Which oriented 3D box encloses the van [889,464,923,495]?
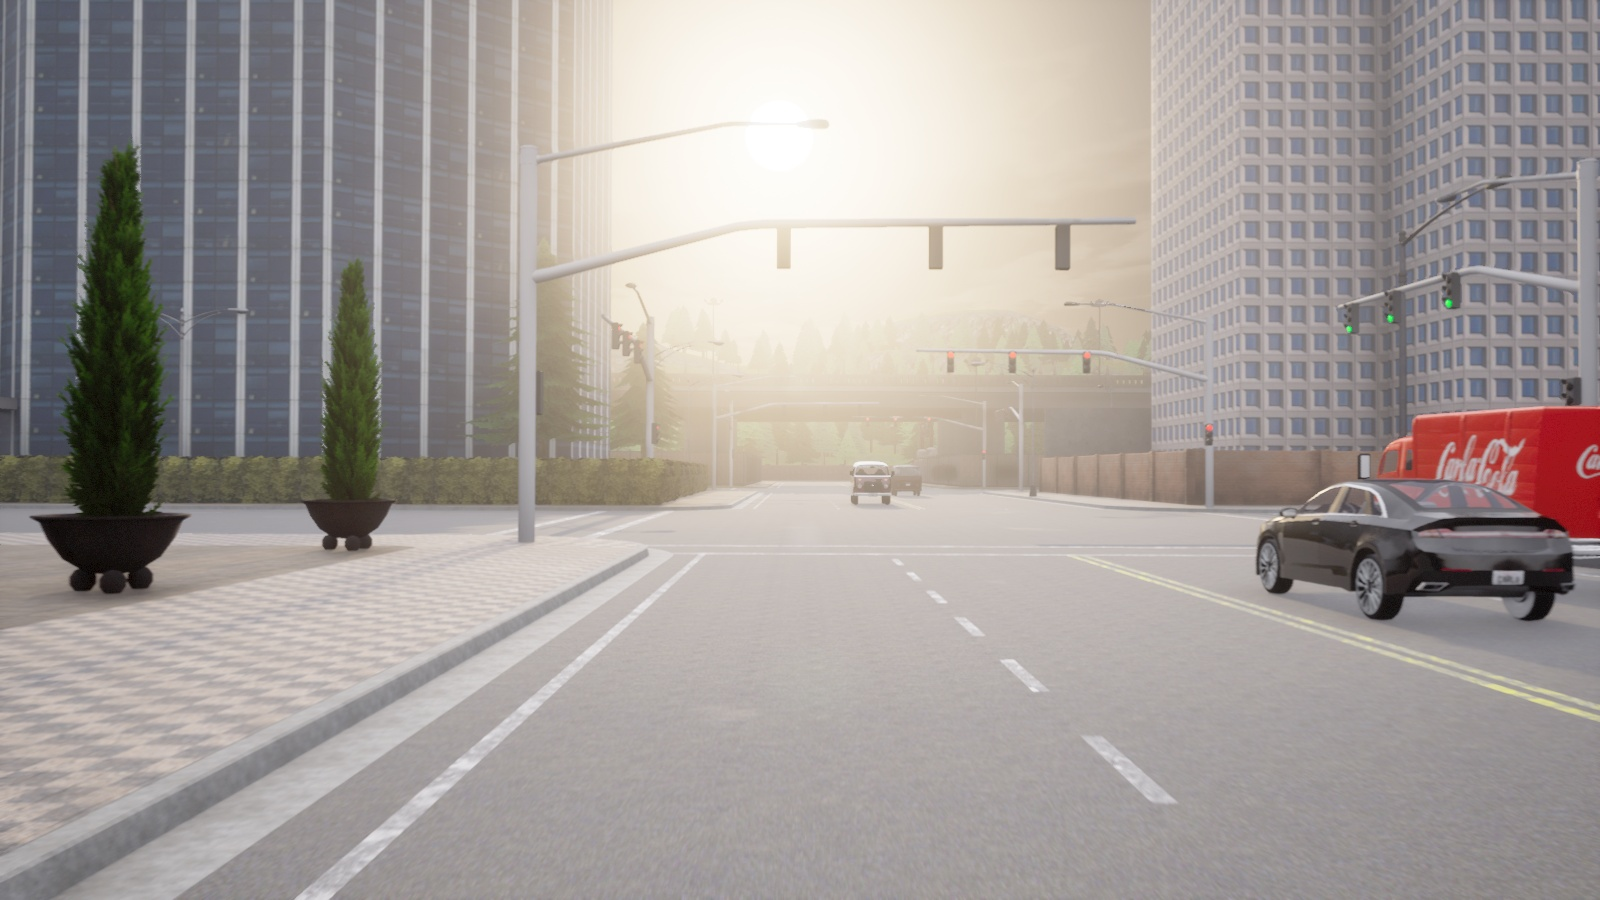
[{"bbox_3d":[6.802,1.898,81.138,1.775,1.987,4.442,0,-1,0],"label":"van"}]

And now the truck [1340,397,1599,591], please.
[{"bbox_3d":[10.453,0.597,18.595,2.627,2.467,5.204,0,-1,0],"label":"truck"}]

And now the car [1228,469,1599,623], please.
[{"bbox_3d":[6.963,0.992,14.846,2.128,1.511,4.902,0,-1,0],"label":"car"}]

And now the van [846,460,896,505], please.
[{"bbox_3d":[3.352,1.530,60.079,2.069,2.038,4.480,0,-1,0],"label":"van"}]
